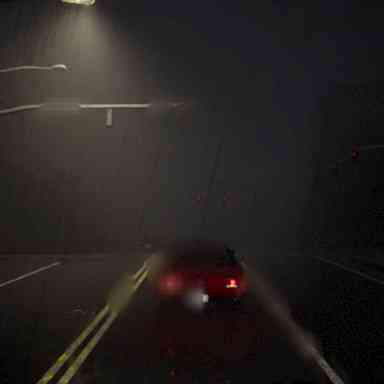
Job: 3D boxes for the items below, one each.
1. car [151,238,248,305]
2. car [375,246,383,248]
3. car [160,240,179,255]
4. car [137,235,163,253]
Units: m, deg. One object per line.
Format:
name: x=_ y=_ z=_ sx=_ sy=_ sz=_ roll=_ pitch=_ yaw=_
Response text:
car: x=0.216 y=1.931 z=8.868 sx=1.895 sy=1.301 sz=4.718 roll=0 pitch=-2 yaw=1
car: x=17.367 y=4.915 z=27.346 sx=4.902 sy=1.511 sz=2.128 roll=4 pitch=-11 yaw=1
car: x=-2.820 y=7.241 z=42.962 sx=2.097 sy=1.767 sz=4.553 roll=0 pitch=-11 yaw=1
car: x=-3.162 y=4.266 z=26.929 sx=2.128 sy=1.511 sz=4.902 roll=-1 pitch=-11 yaw=1
